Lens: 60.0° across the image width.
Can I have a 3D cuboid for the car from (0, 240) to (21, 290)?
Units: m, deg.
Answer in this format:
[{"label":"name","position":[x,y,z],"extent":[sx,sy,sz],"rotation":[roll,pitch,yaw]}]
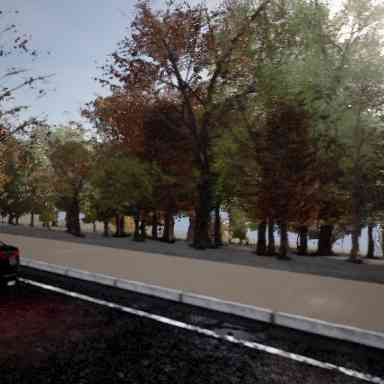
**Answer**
[{"label":"car","position":[-6.158,1.544,8.078],"extent":[5.008,1.535,1.882],"rotation":[-1,0,35]}]
